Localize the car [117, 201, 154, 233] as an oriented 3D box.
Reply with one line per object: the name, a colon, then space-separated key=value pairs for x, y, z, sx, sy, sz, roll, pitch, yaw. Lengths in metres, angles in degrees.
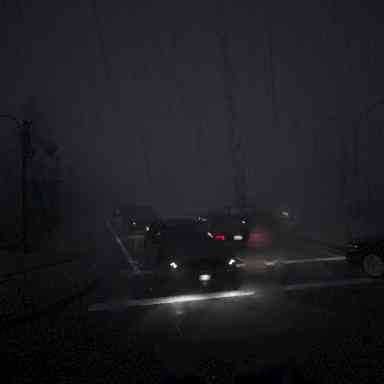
car: x=-3.095 y=1.529 z=19.941 sx=2.033 sy=1.411 sz=5.357 roll=0 pitch=0 yaw=-17

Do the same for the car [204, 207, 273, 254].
car: x=1.352 y=1.538 z=13.391 sx=2.033 sy=1.411 sz=5.357 roll=0 pitch=0 yaw=-4

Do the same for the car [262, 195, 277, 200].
car: x=10.378 y=1.278 z=47.098 sx=2.152 sy=1.636 sz=5.027 roll=0 pitch=0 yaw=-17

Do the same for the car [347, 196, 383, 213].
car: x=15.610 y=1.356 z=29.180 sx=1.970 sy=1.475 sz=3.806 roll=0 pitch=0 yaw=-17

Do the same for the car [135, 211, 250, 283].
car: x=-0.371 y=1.543 z=10.104 sx=2.033 sy=1.411 sz=5.357 roll=0 pitch=0 yaw=-15

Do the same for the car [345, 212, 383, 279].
car: x=6.527 y=1.475 z=8.231 sx=5.008 sy=1.535 sz=1.882 roll=0 pitch=0 yaw=39

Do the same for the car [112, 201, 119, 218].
car: x=-6.246 y=1.515 z=30.096 sx=2.033 sy=1.411 sz=5.357 roll=0 pitch=0 yaw=-17

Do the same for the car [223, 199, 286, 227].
car: x=2.851 y=1.467 z=19.898 sx=5.357 sy=1.411 sz=2.033 roll=-3 pitch=1 yaw=-15

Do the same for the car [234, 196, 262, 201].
car: x=7.389 y=1.288 z=46.145 sx=2.007 sy=1.523 sz=4.514 roll=0 pitch=0 yaw=-17

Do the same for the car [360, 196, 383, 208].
car: x=23.932 y=1.274 z=43.159 sx=1.845 sy=1.501 sz=3.633 roll=0 pitch=0 yaw=-17
